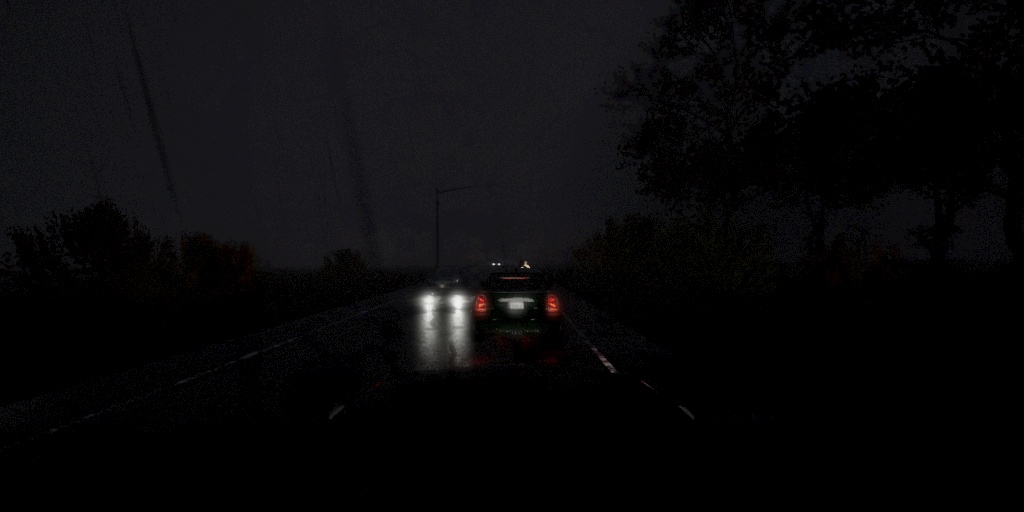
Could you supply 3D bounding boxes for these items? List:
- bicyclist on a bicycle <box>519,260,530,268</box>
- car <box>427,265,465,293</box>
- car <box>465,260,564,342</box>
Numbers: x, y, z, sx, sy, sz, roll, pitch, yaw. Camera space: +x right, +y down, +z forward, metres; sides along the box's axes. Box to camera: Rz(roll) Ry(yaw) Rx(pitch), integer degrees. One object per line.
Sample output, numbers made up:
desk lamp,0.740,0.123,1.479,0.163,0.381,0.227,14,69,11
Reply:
bicyclist on a bicycle,0.972,1.177,25.710,0.866,1.612,1.509,0,0,1
car,-3.574,1.269,20.625,1.812,1.442,4.674,0,0,0
car,0.112,1.099,9.888,2.097,1.767,4.553,0,0,0
